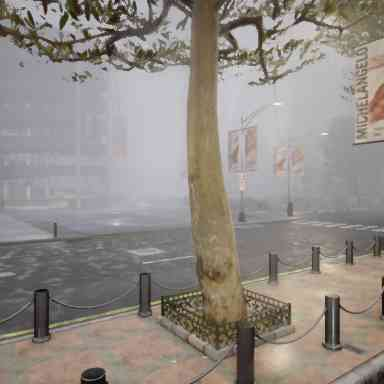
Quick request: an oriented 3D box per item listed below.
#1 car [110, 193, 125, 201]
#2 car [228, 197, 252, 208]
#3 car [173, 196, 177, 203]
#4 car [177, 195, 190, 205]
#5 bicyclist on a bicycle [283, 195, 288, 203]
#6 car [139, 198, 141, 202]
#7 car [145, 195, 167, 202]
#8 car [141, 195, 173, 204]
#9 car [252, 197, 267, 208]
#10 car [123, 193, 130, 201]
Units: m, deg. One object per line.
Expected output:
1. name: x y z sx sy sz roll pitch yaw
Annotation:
1. car: -18.867 1.545 77.822 4.718 1.301 1.895 0 0 11
2. car: 5.626 1.547 48.119 2.033 1.411 5.357 0 0 -36
3. car: -3.275 1.491 64.969 4.902 1.511 2.128 0 0 44
4. car: 0.140 1.352 55.523 2.097 1.767 4.553 0 0 -38
5. bicyclist on a bicycle: 17.527 1.300 62.337 1.656 1.620 0.582 0 0 -36
6. car: -9.589 1.524 74.201 4.674 1.442 1.812 0 0 26
7. car: -8.377 1.525 77.501 4.902 1.511 2.128 0 0 26
8. car: -6.685 1.547 63.376 5.357 1.411 2.033 0 0 41
9. car: 8.932 1.477 49.510 1.882 1.535 5.008 0 0 -37
10. car: -17.935 1.165 81.196 5.566 2.045 2.150 0 0 11
